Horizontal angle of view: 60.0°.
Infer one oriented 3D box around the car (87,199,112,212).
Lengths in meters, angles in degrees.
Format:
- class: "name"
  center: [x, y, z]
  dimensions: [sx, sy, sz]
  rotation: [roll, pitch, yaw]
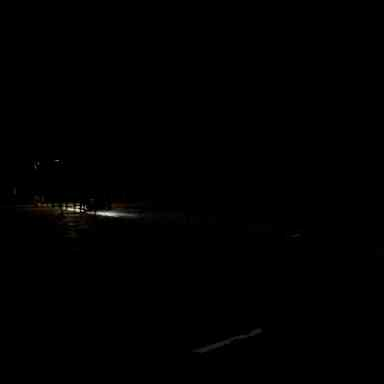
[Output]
- class: "car"
  center: [-11.288, 1.602, 40.406]
  dimensions: [2.128, 1.511, 4.902]
  rotation: [-2, 1, -35]
